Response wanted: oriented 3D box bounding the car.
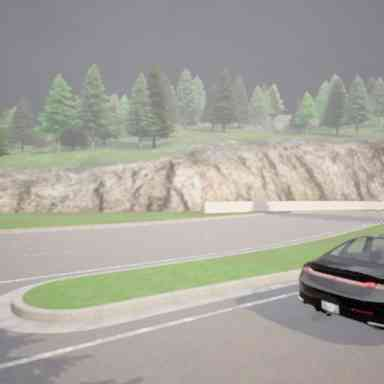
[{"bbox_3d":[4.165,1.565,6.337,4.902,1.511,2.128,1,0,-32],"label":"car"}]
